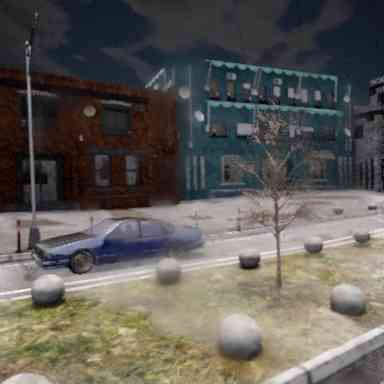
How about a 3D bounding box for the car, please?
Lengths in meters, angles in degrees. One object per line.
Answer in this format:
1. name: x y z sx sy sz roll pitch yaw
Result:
1. car: -2.094 1.522 10.619 5.357 1.411 2.033 0 0 -35
